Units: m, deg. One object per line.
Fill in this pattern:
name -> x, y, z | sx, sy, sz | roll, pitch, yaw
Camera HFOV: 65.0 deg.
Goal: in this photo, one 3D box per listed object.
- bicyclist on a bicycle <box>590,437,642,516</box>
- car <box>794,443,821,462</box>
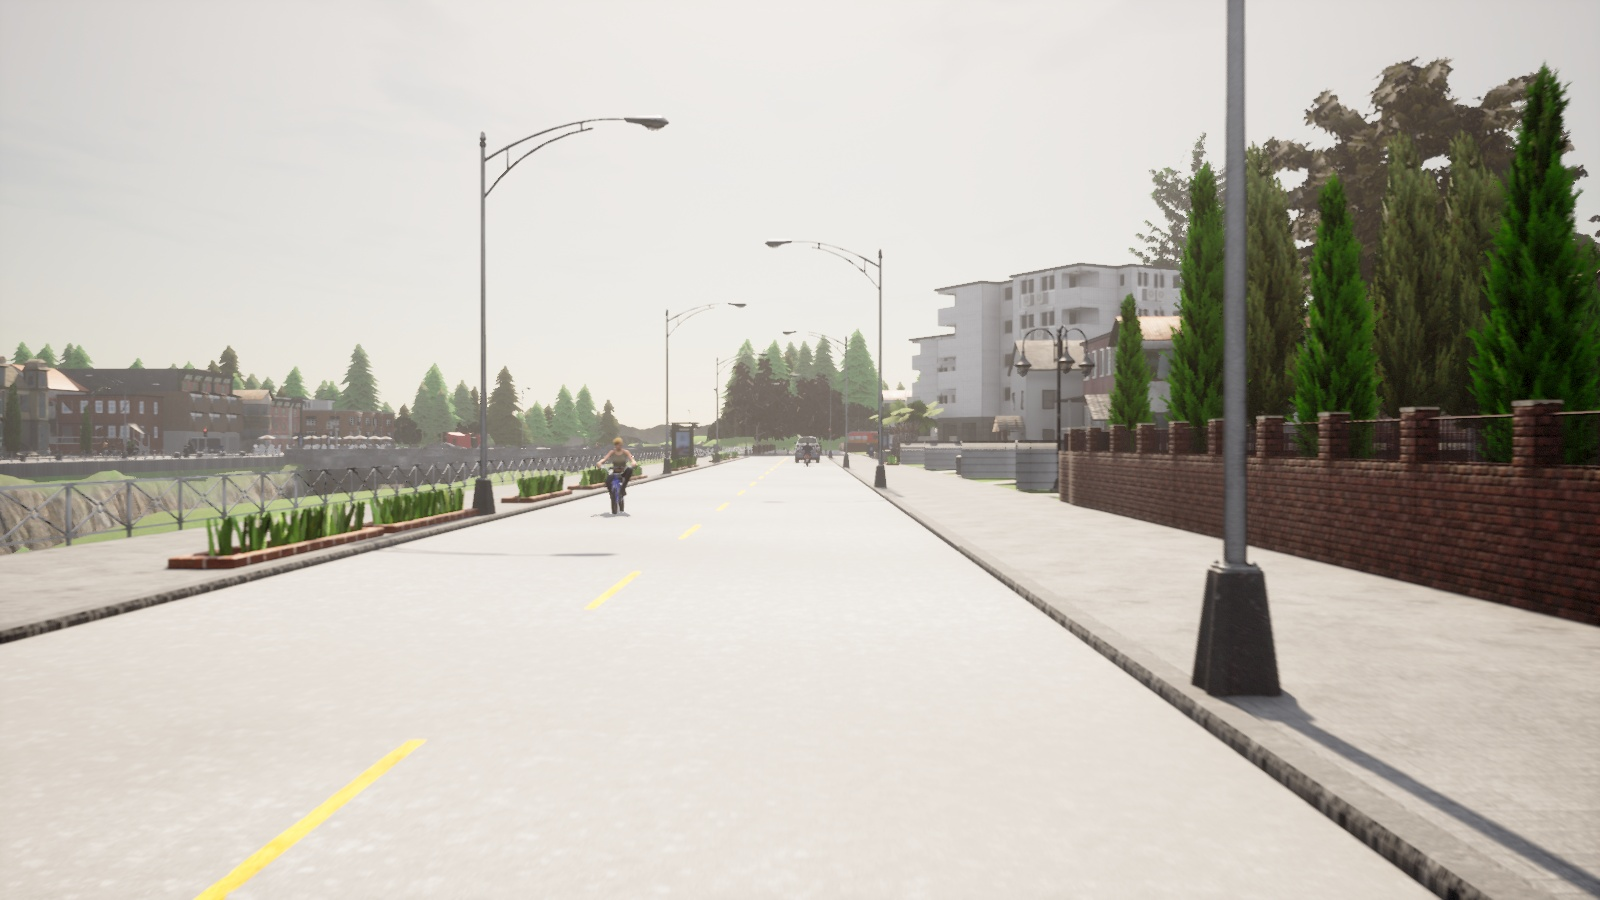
bicyclist on a bicycle -> -3.834, 0.532, 26.269 | 0.866, 1.612, 1.509 | 0, 0, 0
car -> 0.567, 0.172, 95.822 | 1.970, 1.475, 3.806 | 0, 0, 0
